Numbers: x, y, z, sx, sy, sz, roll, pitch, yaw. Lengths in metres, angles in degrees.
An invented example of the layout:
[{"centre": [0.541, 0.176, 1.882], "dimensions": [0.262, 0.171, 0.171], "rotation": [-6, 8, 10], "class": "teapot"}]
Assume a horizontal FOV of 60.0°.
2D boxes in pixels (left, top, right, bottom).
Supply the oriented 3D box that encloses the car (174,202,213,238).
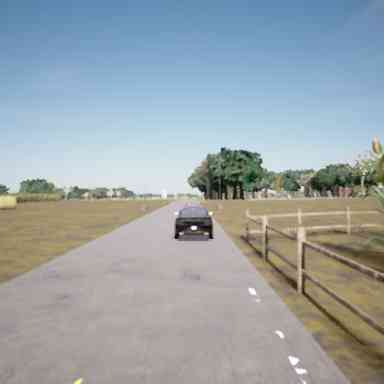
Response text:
[{"centre": [0.089, 1.506, 17.783], "dimensions": [1.882, 1.535, 5.008], "rotation": [0, 0, 0], "class": "car"}]
